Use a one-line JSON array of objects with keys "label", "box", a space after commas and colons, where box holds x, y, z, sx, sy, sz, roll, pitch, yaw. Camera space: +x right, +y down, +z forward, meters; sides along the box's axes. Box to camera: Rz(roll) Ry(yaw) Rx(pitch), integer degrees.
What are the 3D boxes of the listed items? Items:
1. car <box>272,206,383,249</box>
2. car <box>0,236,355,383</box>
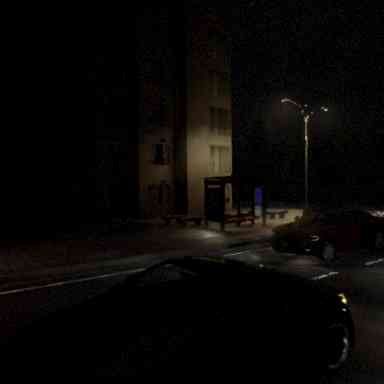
[{"label": "car", "box": [4.914, 1.296, 11.722, 5.008, 1.535, 1.882, -1, 1, -35]}, {"label": "car", "box": [0.040, 1.527, 3.935, 4.181, 1.385, 1.994, -1, 1, -35]}]
